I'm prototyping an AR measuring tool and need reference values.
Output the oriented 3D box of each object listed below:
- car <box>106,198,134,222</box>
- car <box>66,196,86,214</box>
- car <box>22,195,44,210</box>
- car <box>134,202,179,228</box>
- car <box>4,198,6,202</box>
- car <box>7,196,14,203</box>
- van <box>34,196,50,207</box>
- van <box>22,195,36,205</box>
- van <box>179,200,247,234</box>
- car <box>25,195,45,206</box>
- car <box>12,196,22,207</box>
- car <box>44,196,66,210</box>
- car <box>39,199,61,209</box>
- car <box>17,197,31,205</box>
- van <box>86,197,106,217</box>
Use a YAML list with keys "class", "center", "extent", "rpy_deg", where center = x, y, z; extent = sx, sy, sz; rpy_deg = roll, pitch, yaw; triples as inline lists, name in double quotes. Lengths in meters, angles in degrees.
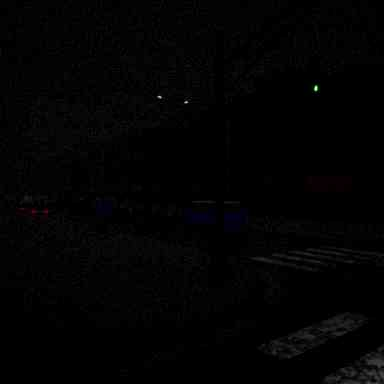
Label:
- class: "car"
  center: [-5.195, 1.504, 27.451]
  extent: [1.967, 1.590, 4.097]
  rpy_deg: [0, 0, -36]
- class: "car"
  center: [-11.611, 1.413, 36.323]
  extent: [2.192, 1.841, 5.009]
  rpy_deg: [0, 0, -36]
- class: "car"
  center: [-21.246, 1.491, 45.325]
  extent: [2.097, 1.767, 4.553]
  rpy_deg: [0, 0, -36]
- class: "car"
  center: [-1.988, 1.488, 23.013]
  extent: [1.967, 1.590, 4.097]
  rpy_deg: [0, 0, -36]
- class: "car"
  center: [-43.785, 1.802, 80.839]
  extent: [1.752, 1.417, 4.829]
  rpy_deg: [0, 0, -36]
- class: "car"
  center: [-40.478, 1.699, 76.264]
  extent: [1.967, 1.590, 4.097]
  rpy_deg: [0, 0, -36]
- class: "van"
  center: [-24.441, 1.511, 54.076]
  extent: [1.690, 1.788, 3.998]
  rpy_deg: [0, 0, -36]
- class: "van"
  center: [-30.856, 1.547, 62.951]
  extent: [1.690, 1.788, 3.998]
  rpy_deg: [0, 0, -36]
- class: "van"
  center: [1.219, 1.374, 18.576]
  extent: [1.690, 1.788, 3.998]
  rpy_deg: [0, 0, -36]
- class: "car"
  center: [-27.648, 1.503, 58.513]
  extent: [2.192, 1.841, 5.009]
  rpy_deg: [0, 0, -36]
- class: "car"
  center: [-27.104, 1.772, 53.425]
  extent: [1.895, 1.301, 4.718]
  rpy_deg: [0, 0, -36]
- class: "car"
  center: [-18.026, 1.449, 45.201]
  extent: [2.192, 1.841, 5.009]
  rpy_deg: [0, 0, -36]
- class: "car"
  center: [-21.233, 1.703, 49.638]
  extent: [2.008, 1.369, 4.403]
  rpy_deg: [0, 0, -36]
- class: "car"
  center: [-34.162, 1.749, 67.526]
  extent: [1.752, 1.417, 4.829]
  rpy_deg: [0, 0, -36]
- class: "van"
  center: [-8.403, 1.422, 31.888]
  extent: [1.690, 1.788, 3.998]
  rpy_deg: [0, 0, -36]
